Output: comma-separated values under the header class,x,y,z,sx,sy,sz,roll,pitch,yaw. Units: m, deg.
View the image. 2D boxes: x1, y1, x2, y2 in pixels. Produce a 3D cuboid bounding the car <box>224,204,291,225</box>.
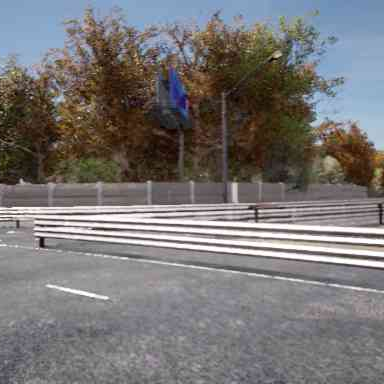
class,x,y,z,sx,sy,sz,roll,pitch,yaw
car,4.373,1.531,21.968,4.674,1.442,1.812,-1,0,-23
